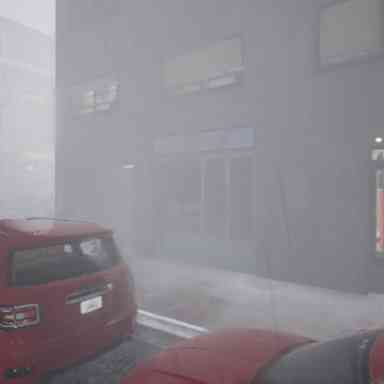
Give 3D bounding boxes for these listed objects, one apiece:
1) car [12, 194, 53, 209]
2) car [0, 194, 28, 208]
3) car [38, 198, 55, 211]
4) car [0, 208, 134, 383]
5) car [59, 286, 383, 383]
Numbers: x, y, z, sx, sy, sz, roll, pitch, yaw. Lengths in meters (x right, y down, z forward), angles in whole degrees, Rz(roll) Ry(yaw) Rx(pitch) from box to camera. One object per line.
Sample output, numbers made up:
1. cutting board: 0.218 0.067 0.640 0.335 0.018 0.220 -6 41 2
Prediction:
1. car: -12.956 1.240 29.869 1.882 1.535 5.008 0 1 35
2. car: -15.837 1.081 30.248 2.192 1.841 5.009 1 2 35
3. car: -9.008 1.383 25.400 1.947 1.339 4.313 1 2 35
4. car: -3.045 1.323 5.040 5.009 1.841 2.192 0 0 36
5. car: 1.455 1.544 1.828 4.507 1.381 1.887 0 0 36
